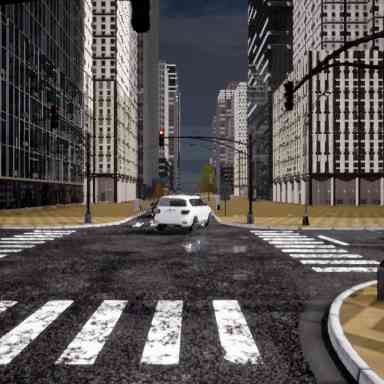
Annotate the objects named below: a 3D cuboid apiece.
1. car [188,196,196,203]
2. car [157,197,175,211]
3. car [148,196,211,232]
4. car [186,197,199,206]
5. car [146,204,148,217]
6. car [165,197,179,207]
[{"bbox_3d":[0.002,1.516,71.051,1.812,1.442,4.674,0,0,0],"label":"car"},{"bbox_3d":[-3.127,1.475,41.481,1.882,1.535,5.008,0,0,0],"label":"car"},{"bbox_3d":[-0.397,1.238,20.467,2.150,2.045,5.566,1,0,17],"label":"car"},{"bbox_3d":[0.064,1.541,56.819,2.033,1.411,5.357,0,0,-1],"label":"car"},{"bbox_3d":[-3.124,1.504,31.189,1.837,1.490,4.892,0,0,0],"label":"car"},{"bbox_3d":[-3.127,1.559,52.781,1.994,1.385,4.181,0,0,0],"label":"car"}]
